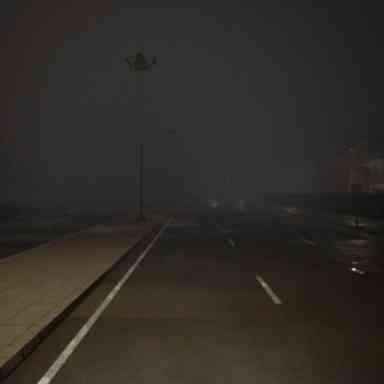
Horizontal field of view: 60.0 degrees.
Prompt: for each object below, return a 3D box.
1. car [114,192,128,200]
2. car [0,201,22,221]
[{"bbox_3d":[-14.716,1.041,69.296,2.150,2.045,5.566,0,0,0],"label":"car"},{"bbox_3d":[-14.992,1.528,25.500,1.882,1.535,5.008,0,1,0],"label":"car"}]
